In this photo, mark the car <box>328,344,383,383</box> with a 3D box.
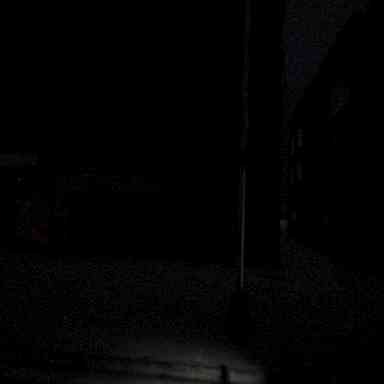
[{"bbox_3d":[3.643,1.794,2.543,4.892,1.490,1.837,2,-3,7],"label":"car"}]
